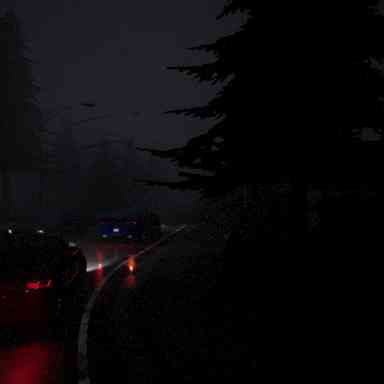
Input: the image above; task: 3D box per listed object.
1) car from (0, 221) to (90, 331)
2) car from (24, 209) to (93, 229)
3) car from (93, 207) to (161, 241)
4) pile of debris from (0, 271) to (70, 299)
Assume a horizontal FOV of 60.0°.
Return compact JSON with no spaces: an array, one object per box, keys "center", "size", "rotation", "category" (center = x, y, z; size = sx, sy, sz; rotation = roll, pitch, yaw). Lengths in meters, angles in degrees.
[{"center":[-3.475,1.568,6.925],"size":[1.994,1.385,4.181],"rotation":[0,0,-11],"category":"car"},{"center":[-6.646,1.570,16.457],"size":[2.033,1.411,5.357],"rotation":[0,0,8],"category":"car"},{"center":[-2.930,1.496,16.816],"size":[1.882,1.535,5.008],"rotation":[0,0,8],"category":"car"},{"center":[-3.966,2.185,7.973],"size":[1.500,0.140,1.860],"rotation":[0,0,-4],"category":"pile of debris"}]
